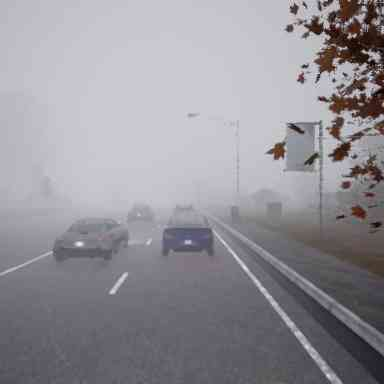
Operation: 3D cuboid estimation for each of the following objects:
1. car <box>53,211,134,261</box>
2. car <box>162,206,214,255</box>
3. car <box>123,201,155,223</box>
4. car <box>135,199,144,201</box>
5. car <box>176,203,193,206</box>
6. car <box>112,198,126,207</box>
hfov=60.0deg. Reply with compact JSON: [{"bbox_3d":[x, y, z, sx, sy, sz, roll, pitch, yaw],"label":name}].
[{"bbox_3d":[-3.657,1.655,12.714,1.994,1.385,4.181,0,0,-1],"label":"car"},{"bbox_3d":[-0.176,1.572,13.758,1.882,1.535,5.008,0,0,-1],"label":"car"},{"bbox_3d":[-4.170,1.757,27.706,1.994,1.385,4.181,0,0,-2],"label":"car"},{"bbox_3d":[-9.192,1.947,57.713,2.033,1.411,5.357,0,0,-2],"label":"car"},{"bbox_3d":[-0.670,1.682,27.742,2.128,1.511,4.902,0,0,-2],"label":"car"},{"bbox_3d":[-12.729,1.911,58.441,1.837,1.490,4.892,0,0,-2],"label":"car"}]
